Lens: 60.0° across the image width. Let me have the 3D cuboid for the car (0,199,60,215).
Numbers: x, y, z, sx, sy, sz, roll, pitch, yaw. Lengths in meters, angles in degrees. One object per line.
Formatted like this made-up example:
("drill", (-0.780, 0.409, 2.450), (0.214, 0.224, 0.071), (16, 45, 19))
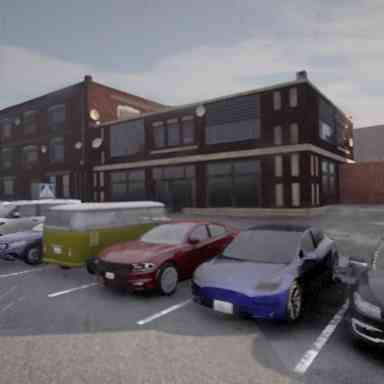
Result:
("car", (-7.073, 1.366, 13.958), (2.435, 2.045, 5.566), (-1, -1, 35))

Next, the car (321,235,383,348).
("car", (4.173, 1.481, 5.986), (2.231, 1.521, 4.892), (-1, 0, 35))

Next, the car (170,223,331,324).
("car", (1.908, 1.529, 7.556), (2.163, 1.488, 4.792), (-1, 0, 35))

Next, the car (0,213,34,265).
("car", (-4.805, 1.623, 12.380), (2.002, 1.452, 4.674), (-1, -1, 35))

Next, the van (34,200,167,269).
("van", (-2.399, 1.324, 10.804), (1.878, 1.987, 4.442), (-1, -1, 35))

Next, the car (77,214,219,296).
("car", (-0.315, 1.524, 9.184), (2.097, 1.535, 5.008), (-1, 0, 35))
